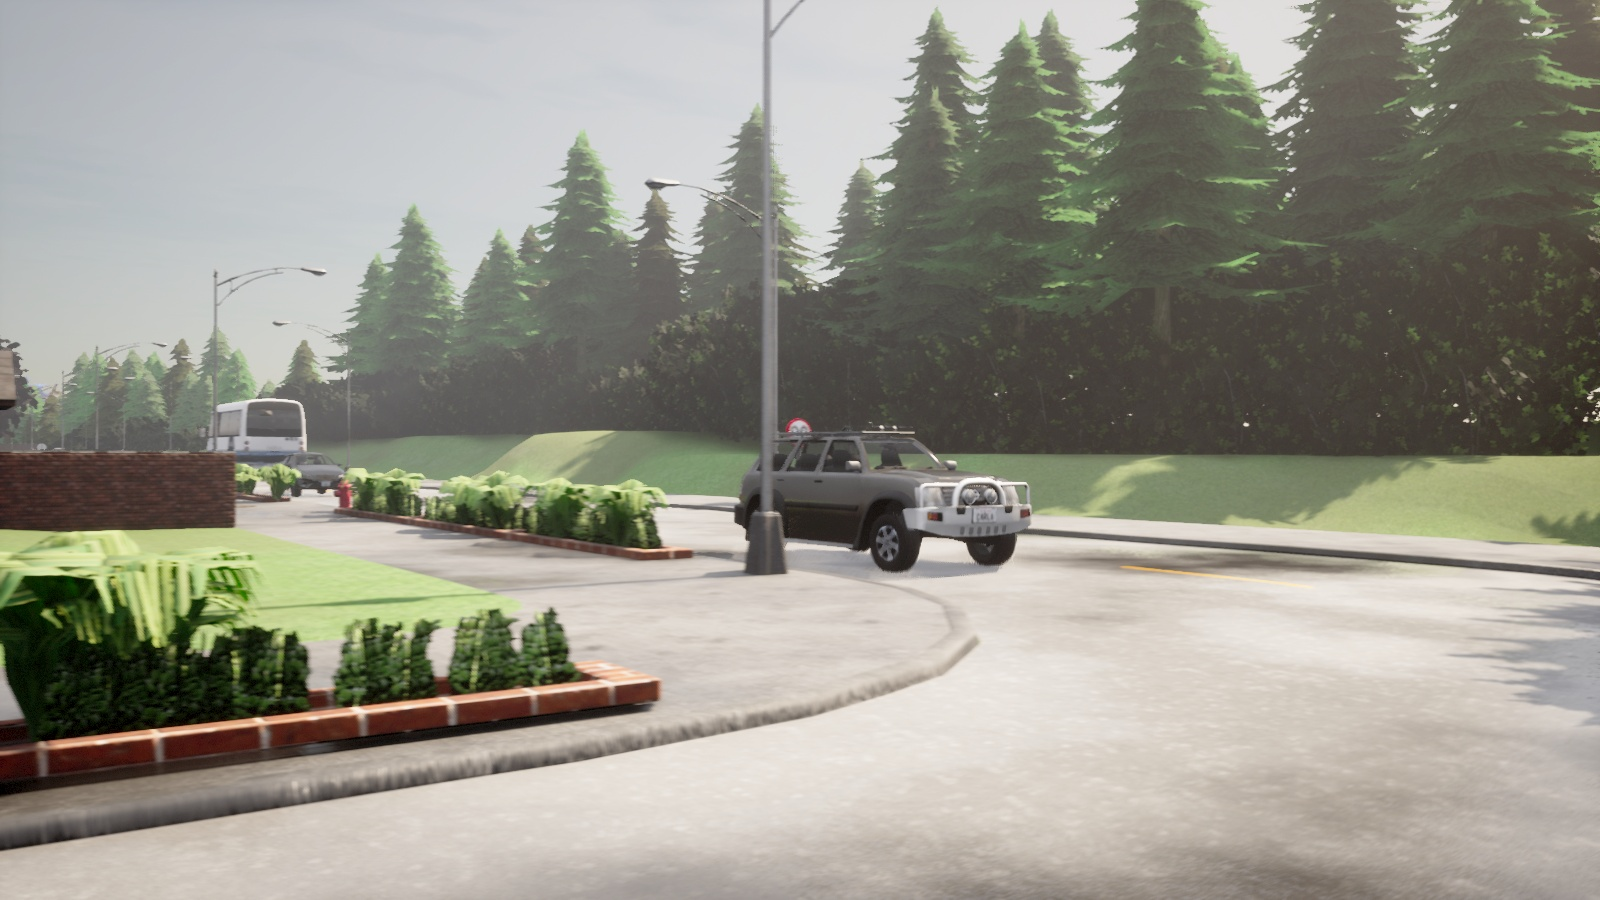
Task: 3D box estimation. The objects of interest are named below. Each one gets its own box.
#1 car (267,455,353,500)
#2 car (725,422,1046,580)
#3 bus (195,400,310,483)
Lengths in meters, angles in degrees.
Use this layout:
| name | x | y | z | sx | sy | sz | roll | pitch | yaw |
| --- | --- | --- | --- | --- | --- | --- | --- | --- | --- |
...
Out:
| name | x | y | z | sx | sy | sz | roll | pitch | yaw |
| --- | --- | --- | --- | --- | --- | --- | --- | --- | --- |
| car | -16.739 | 0.899 | 42.774 | 1.816 | 1.474 | 4.193 | 0 | 0 | -35 |
| car | 0.996 | 0.602 | 17.185 | 1.932 | 1.855 | 4.605 | 0 | 0 | -35 |
| bus | -30.537 | -0.396 | 69.703 | 3.944 | 4.253 | 10.273 | 0 | 0 | -35 |
